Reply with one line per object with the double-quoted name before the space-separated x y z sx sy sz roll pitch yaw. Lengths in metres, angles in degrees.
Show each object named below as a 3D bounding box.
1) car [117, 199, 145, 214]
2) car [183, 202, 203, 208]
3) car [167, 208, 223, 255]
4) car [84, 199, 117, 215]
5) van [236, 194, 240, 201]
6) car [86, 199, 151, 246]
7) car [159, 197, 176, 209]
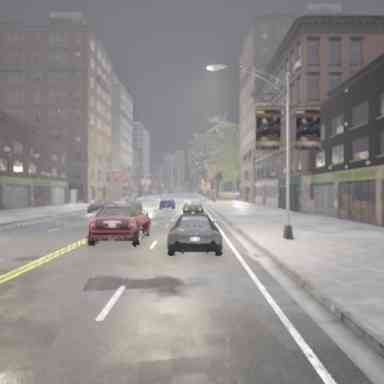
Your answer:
"car" -6.498 1.504 35.961 2.033 1.411 5.357 0 0 0
"car" 0.102 1.559 31.718 1.895 1.301 4.718 0 0 0
"car" 0.100 1.546 13.177 1.994 1.385 4.181 0 0 0
"car" -9.748 1.568 35.961 2.033 1.411 5.357 0 0 0
"van" 12.170 1.313 77.806 3.998 1.788 1.690 0 0 1
"car" -3.148 1.331 15.237 2.097 1.767 4.553 0 0 0
"car" -3.148 1.423 43.532 1.882 1.535 5.008 0 0 0
